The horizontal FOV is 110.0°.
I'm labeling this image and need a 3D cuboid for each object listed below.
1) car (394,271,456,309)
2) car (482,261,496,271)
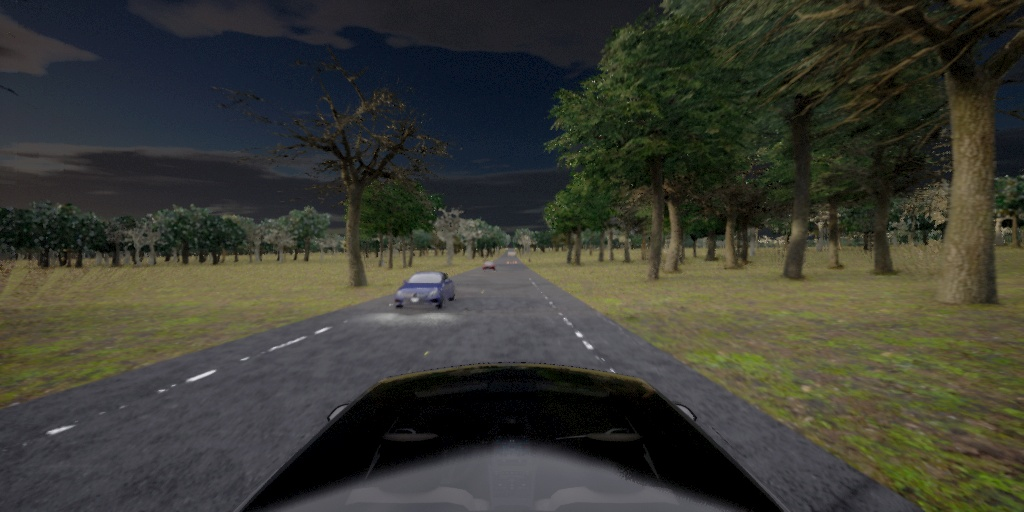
[{"bbox_3d":[-3.602,1.383,15.616,1.812,1.442,4.674,0,0,0],"label":"car"},{"bbox_3d":[-3.568,1.539,55.914,1.882,1.535,5.008,0,0,0],"label":"car"}]
